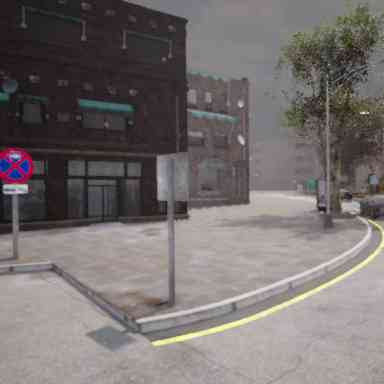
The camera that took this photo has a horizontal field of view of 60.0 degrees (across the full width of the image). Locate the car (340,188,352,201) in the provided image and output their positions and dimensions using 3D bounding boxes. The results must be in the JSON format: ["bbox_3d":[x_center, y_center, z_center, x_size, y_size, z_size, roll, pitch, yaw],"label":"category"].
[{"bbox_3d":[17.009,0.278,39.513,2.128,1.511,4.902,-1,2,-6],"label":"car"}]

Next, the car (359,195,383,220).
[{"bbox_3d":[12.487,0.975,22.023,1.837,1.490,4.892,0,1,14],"label":"car"}]
